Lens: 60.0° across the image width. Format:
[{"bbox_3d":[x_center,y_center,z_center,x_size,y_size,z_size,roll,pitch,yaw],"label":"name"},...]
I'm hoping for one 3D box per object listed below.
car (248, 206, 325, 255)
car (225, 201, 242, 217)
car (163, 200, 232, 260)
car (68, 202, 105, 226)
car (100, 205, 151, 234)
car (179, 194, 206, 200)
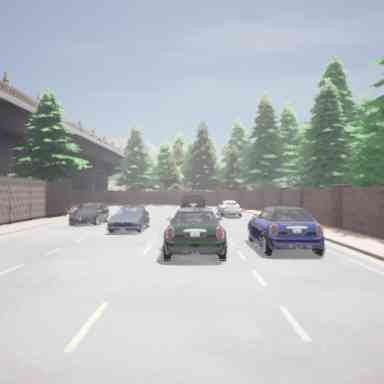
[{"bbox_3d":[3.600,1.353,13.500,2.097,1.767,4.553,0,0,0],"label":"car"},{"bbox_3d":[3.436,1.525,31.192,1.812,1.442,4.674,0,0,-3],"label":"car"},{"bbox_3d":[0.099,1.352,12.568,2.097,1.767,4.553,0,0,0],"label":"car"},{"bbox_3d":[-7.099,1.505,23.425,1.837,1.490,4.892,0,0,0],"label":"car"},{"bbox_3d":[-3.570,1.547,19.706,2.033,1.411,5.357,0,0,0],"label":"car"},{"bbox_3d":[0.061,1.221,29.250,2.150,2.045,5.566,0,0,-1],"label":"car"}]
